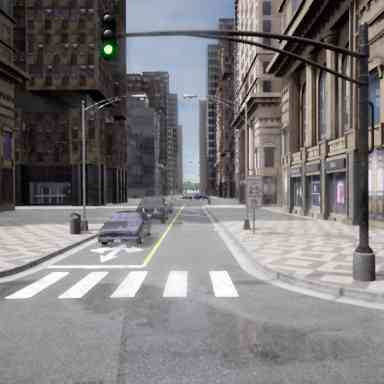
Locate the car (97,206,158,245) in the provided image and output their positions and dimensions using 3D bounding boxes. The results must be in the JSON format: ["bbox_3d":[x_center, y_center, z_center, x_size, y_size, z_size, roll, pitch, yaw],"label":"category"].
[{"bbox_3d":[-3.106,1.645,16.444,2.033,1.411,5.357,0,0,0],"label":"car"}]

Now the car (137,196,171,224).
[{"bbox_3d":[-3.102,1.352,26.663,2.150,2.045,5.566,0,0,-1],"label":"car"}]

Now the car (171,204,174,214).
[{"bbox_3d":[-3.083,1.689,36.994,1.812,1.442,4.674,0,0,0],"label":"car"}]
